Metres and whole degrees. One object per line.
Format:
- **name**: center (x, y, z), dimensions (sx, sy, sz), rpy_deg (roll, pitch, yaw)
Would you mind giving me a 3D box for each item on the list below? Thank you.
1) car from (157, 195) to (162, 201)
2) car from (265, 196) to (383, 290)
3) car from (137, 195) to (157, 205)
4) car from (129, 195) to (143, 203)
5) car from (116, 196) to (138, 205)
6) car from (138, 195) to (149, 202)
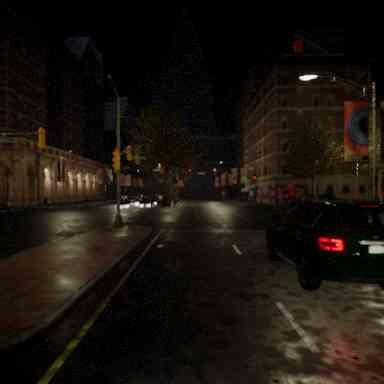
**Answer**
- **car**: center (-8.061, 1.470, 70.072), dimensions (1.837, 1.490, 4.892), rpy_deg (0, 0, 0)
- **car**: center (3.595, 1.217, 9.177), dimensions (2.150, 2.045, 5.566), rpy_deg (0, 0, 0)
- **car**: center (-8.072, 1.539, 59.887), dimensions (1.994, 1.385, 4.181), rpy_deg (0, 0, 0)
- **car**: center (-11.561, 1.496, 69.504), dimensions (2.128, 1.511, 4.902), rpy_deg (0, 0, 0)
- **car**: center (-11.572, 1.467, 59.512), dimensions (2.128, 1.511, 4.902), rpy_deg (0, 0, 0)
- **car**: center (-11.570, 1.492, 79.580), dimensions (2.128, 1.511, 4.902), rpy_deg (0, 0, 0)
